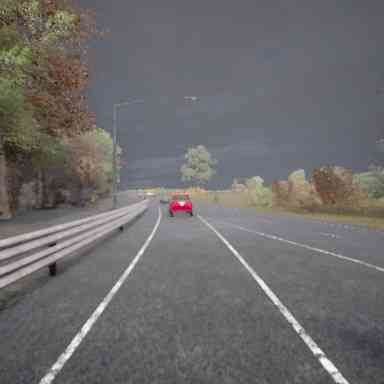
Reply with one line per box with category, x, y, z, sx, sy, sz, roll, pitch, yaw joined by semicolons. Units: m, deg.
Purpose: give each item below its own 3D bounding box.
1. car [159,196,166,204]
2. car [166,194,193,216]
car;-4.952;1.461;61.594;1.994;1.385;4.181;0;0;-10
car;-1.174;1.205;32.720;2.150;2.045;5.566;0;0;-6
